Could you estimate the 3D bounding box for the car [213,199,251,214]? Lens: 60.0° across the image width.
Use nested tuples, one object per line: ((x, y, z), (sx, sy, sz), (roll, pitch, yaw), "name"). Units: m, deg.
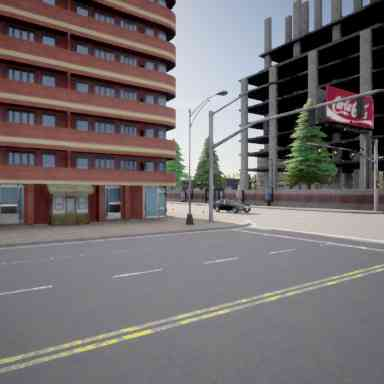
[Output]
((4.230, 1.491, 35.918), (2.128, 1.511, 4.902), (0, 0, -35), "car")
